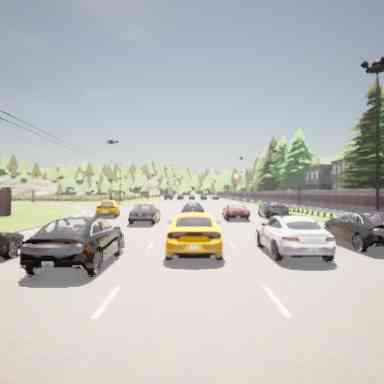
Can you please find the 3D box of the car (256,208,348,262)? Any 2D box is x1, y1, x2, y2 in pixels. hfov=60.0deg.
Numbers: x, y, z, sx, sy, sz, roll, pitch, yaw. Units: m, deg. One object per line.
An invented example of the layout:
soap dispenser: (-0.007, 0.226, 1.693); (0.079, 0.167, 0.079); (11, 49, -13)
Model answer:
car: (3.578, 1.545, 12.045); (1.812, 1.442, 4.674); (0, 0, 0)

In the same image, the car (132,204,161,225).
car: (-3.439, 1.586, 24.586); (2.033, 1.411, 5.357); (0, 0, 0)

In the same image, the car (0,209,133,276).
car: (-3.434, 1.510, 10.366); (2.128, 1.511, 4.902); (0, 0, 0)

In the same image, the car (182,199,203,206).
car: (0.081, 1.612, 30.016); (1.994, 1.385, 4.181); (0, 0, 0)

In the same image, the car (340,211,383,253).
car: (7.082, 1.515, 13.753); (2.128, 1.511, 4.902); (0, 0, 0)

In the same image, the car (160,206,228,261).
car: (0.075, 1.498, 12.371); (1.882, 1.535, 5.008); (0, 0, 0)

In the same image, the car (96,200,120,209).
car: (-7.800, 1.524, 31.007); (1.882, 1.535, 5.008); (0, 0, -9)

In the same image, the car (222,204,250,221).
car: (3.575, 1.646, 27.829); (1.895, 1.301, 4.718); (0, 0, 0)

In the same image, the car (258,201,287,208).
car: (7.079, 1.540, 29.454); (2.128, 1.511, 4.902); (0, 0, 0)
